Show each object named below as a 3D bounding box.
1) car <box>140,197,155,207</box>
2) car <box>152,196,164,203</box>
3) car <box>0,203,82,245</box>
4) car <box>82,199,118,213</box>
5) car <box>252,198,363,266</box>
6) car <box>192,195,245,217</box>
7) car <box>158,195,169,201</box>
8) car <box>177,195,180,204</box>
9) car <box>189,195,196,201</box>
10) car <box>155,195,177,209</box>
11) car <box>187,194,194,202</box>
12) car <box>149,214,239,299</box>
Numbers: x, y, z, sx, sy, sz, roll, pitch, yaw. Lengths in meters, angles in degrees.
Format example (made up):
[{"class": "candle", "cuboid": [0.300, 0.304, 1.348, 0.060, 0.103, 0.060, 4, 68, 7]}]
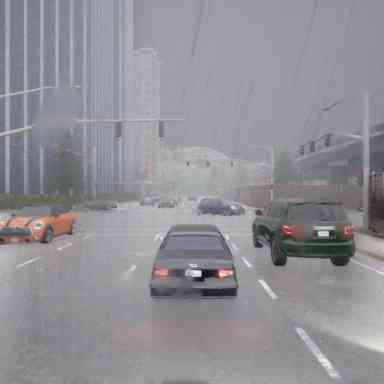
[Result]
[{"class": "car", "cuboid": [-7.073, 1.525, 52.470, 1.812, 1.442, 4.674, 0, 0, 0]}, {"class": "car", "cuboid": [-6.981, 1.600, 68.269, 1.895, 1.301, 4.718, 0, 0, 0]}, {"class": "car", "cuboid": [-7.096, 1.351, 15.552, 2.097, 1.767, 4.553, 0, 0, 0]}, {"class": "car", "cuboid": [-10.701, 1.534, 37.075, 4.902, 1.511, 2.128, 0, 1, -36]}, {"class": "car", "cuboid": [3.574, 1.221, 11.663, 2.150, 2.045, 5.566, 0, 0, 1]}, {"class": "car", "cuboid": [2.662, 1.377, 31.091, 4.553, 1.767, 2.097, 0, 0, 39]}, {"class": "car", "cuboid": [-6.978, 1.485, 82.005, 2.128, 1.511, 4.902, 0, 0, 0]}, {"class": "car", "cuboid": [-3.562, 1.478, 59.245, 1.882, 1.535, 5.008, 0, 0, 0]}, {"class": "car", "cuboid": [0.024, 1.500, 88.893, 1.837, 1.490, 4.892, 0, 0, 0]}, {"class": "car", "cuboid": [-3.499, 1.353, 45.429, 2.097, 1.767, 4.553, 0, 0, -2]}, {"class": "car", "cuboid": [0.021, 1.355, 78.648, 2.097, 1.767, 4.553, 0, 0, 0]}, {"class": "car", "cuboid": [0.057, 1.547, 8.630, 2.033, 1.411, 5.357, 0, 0, 1]}]
